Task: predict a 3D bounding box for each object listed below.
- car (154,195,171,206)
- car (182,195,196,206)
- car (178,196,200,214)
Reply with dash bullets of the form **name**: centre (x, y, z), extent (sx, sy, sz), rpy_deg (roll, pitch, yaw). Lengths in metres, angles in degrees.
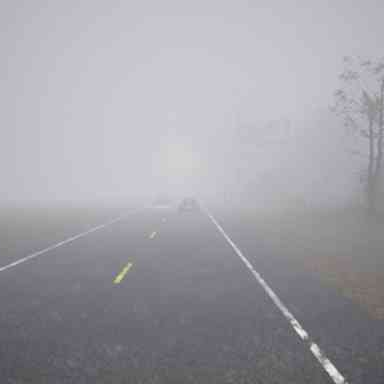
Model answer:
- **car**: centre (-3.959, 1.103, 45.093), extent (1.994, 1.385, 4.181), rpy_deg (0, 1, 0)
- **car**: centre (-0.393, 1.123, 44.844), extent (1.895, 1.301, 4.718), rpy_deg (0, 1, 0)
- **car**: centre (-0.262, 1.239, 30.454), extent (1.994, 1.385, 4.181), rpy_deg (0, 1, -1)
